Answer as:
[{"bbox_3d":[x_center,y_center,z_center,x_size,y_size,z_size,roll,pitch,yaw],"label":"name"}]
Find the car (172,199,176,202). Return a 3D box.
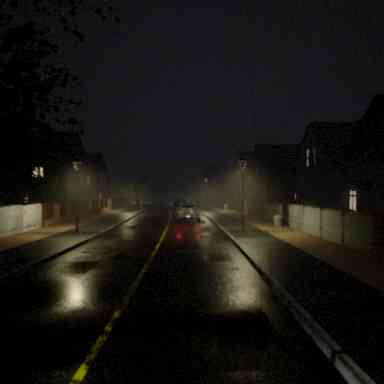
[{"bbox_3d":[-1.489,1.580,43.032,1.882,1.535,5.008,0,-1,-5],"label":"car"}]

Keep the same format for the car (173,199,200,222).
[{"bbox_3d":[-0.366,1.554,26.462,1.812,1.442,4.674,0,0,-2],"label":"car"}]
